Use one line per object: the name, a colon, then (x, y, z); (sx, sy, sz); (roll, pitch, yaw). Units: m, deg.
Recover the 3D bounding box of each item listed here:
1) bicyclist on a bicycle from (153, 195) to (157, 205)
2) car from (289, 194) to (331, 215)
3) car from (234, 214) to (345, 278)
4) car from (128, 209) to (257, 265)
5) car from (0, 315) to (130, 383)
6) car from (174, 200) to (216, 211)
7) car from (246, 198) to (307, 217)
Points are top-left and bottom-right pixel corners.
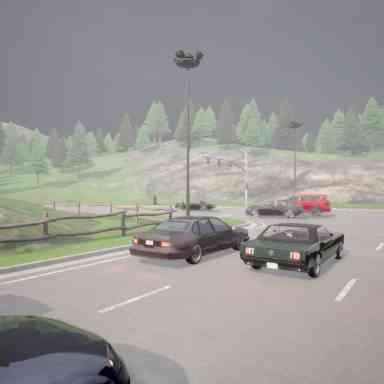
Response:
bicyclist on a bicycle: (-5.785, 1.300, 51.925); (0.582, 1.620, 1.656); (0, 0, 14)
car: (10.118, 1.222, 31.330); (5.566, 2.045, 2.150); (0, 0, 23)
car: (3.344, 1.600, 10.326); (1.895, 1.301, 4.718); (0, 0, 35)
car: (0.176, 1.547, 11.906); (2.033, 1.411, 5.357); (0, 0, 35)
car: (-2.365, 1.564, 2.044); (1.994, 1.385, 4.181); (0, 0, 35)
car: (0.338, 1.599, 38.699); (4.718, 1.301, 1.895); (0, 0, 18)
car: (7.117, 1.491, 28.737); (4.902, 1.511, 2.128); (0, 0, 22)
